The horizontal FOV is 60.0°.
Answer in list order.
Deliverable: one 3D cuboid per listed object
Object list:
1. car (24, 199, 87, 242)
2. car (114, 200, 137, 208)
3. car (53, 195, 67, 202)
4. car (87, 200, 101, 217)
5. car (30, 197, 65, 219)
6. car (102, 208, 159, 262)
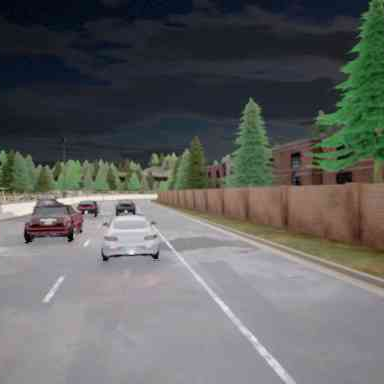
[{"bbox_3d":[-6.781,1.391,16.768,2.097,1.767,4.553,0,0,-12],"label":"car"},{"bbox_3d":[-6.548,1.547,32.877,1.837,1.490,4.892,0,0,-12],"label":"car"},{"bbox_3d":[-29.417,1.422,74.237,1.812,1.442,4.674,0,0,-10],"label":"car"},{"bbox_3d":[-9.963,1.562,32.106,1.837,1.490,4.892,0,0,-12],"label":"car"},{"bbox_3d":[-13.311,1.427,31.004,2.097,1.767,4.553,0,0,-12],"label":"car"},{"bbox_3d":[-2.266,1.540,12.163,1.812,1.442,4.674,0,0,-11],"label":"car"}]
